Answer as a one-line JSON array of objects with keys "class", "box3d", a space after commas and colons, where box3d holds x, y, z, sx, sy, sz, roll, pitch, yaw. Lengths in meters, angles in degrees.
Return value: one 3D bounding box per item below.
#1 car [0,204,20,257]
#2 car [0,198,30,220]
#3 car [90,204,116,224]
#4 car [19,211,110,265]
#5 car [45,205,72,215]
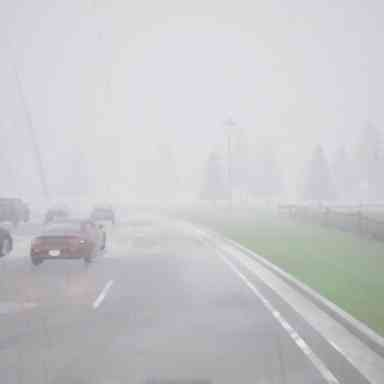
[{"class": "car", "box3d": [-7.655, 1.455, 10.638, 2.097, 1.767, 4.553, 0, 0, -6]}, {"class": "car", "box3d": [-13.945, 1.452, 25.228, 2.150, 2.045, 5.566, 0, -1, -15]}, {"class": "car", "box3d": [-7.275, 1.727, 27.192, 2.128, 1.511, 4.902, 0, 0, -15]}, {"class": "car", "box3d": [-4.286, 1.632, 12.024, 1.812, 1.442, 4.674, 0, -1, -7]}, {"class": "car", "box3d": [-11.051, 1.771, 27.652, 1.812, 1.442, 4.674, 0, 0, -16]}]
